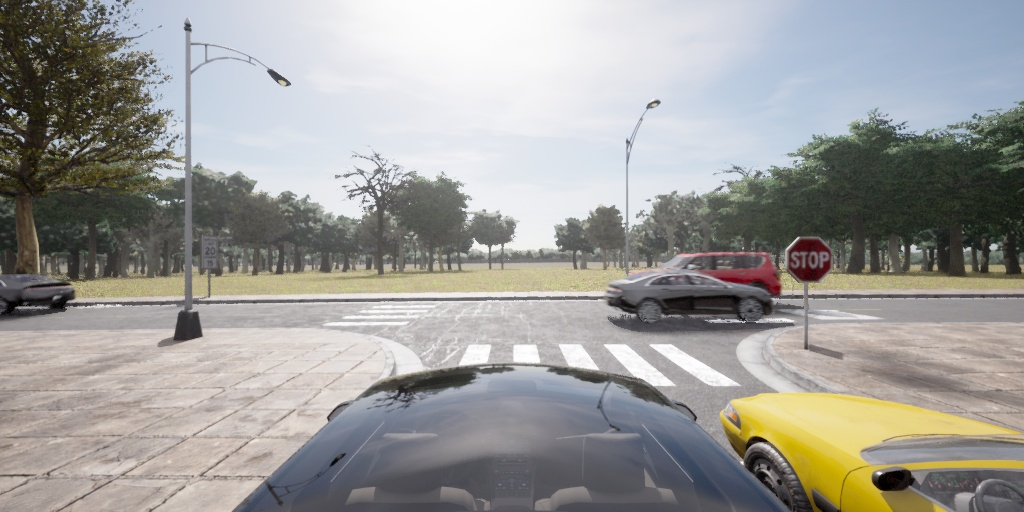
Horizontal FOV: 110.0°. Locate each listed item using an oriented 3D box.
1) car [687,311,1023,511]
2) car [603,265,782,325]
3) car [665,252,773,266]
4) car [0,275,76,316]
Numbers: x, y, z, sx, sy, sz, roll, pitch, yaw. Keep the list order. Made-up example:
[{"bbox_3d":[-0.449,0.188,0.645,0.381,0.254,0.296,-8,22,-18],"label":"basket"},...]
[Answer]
[{"bbox_3d":[2.634,1.275,1.146,1.751,1.417,4.829,0,0,0],"label":"car"},{"bbox_3d":[5.312,1.177,11.082,4.902,1.511,2.128,-1,0,1],"label":"car"},{"bbox_3d":[7.310,0.875,14.018,5.566,2.045,2.150,0,0,1],"label":"car"},{"bbox_3d":[-20.543,1.516,14.289,4.902,1.511,2.128,-1,0,1],"label":"car"}]
